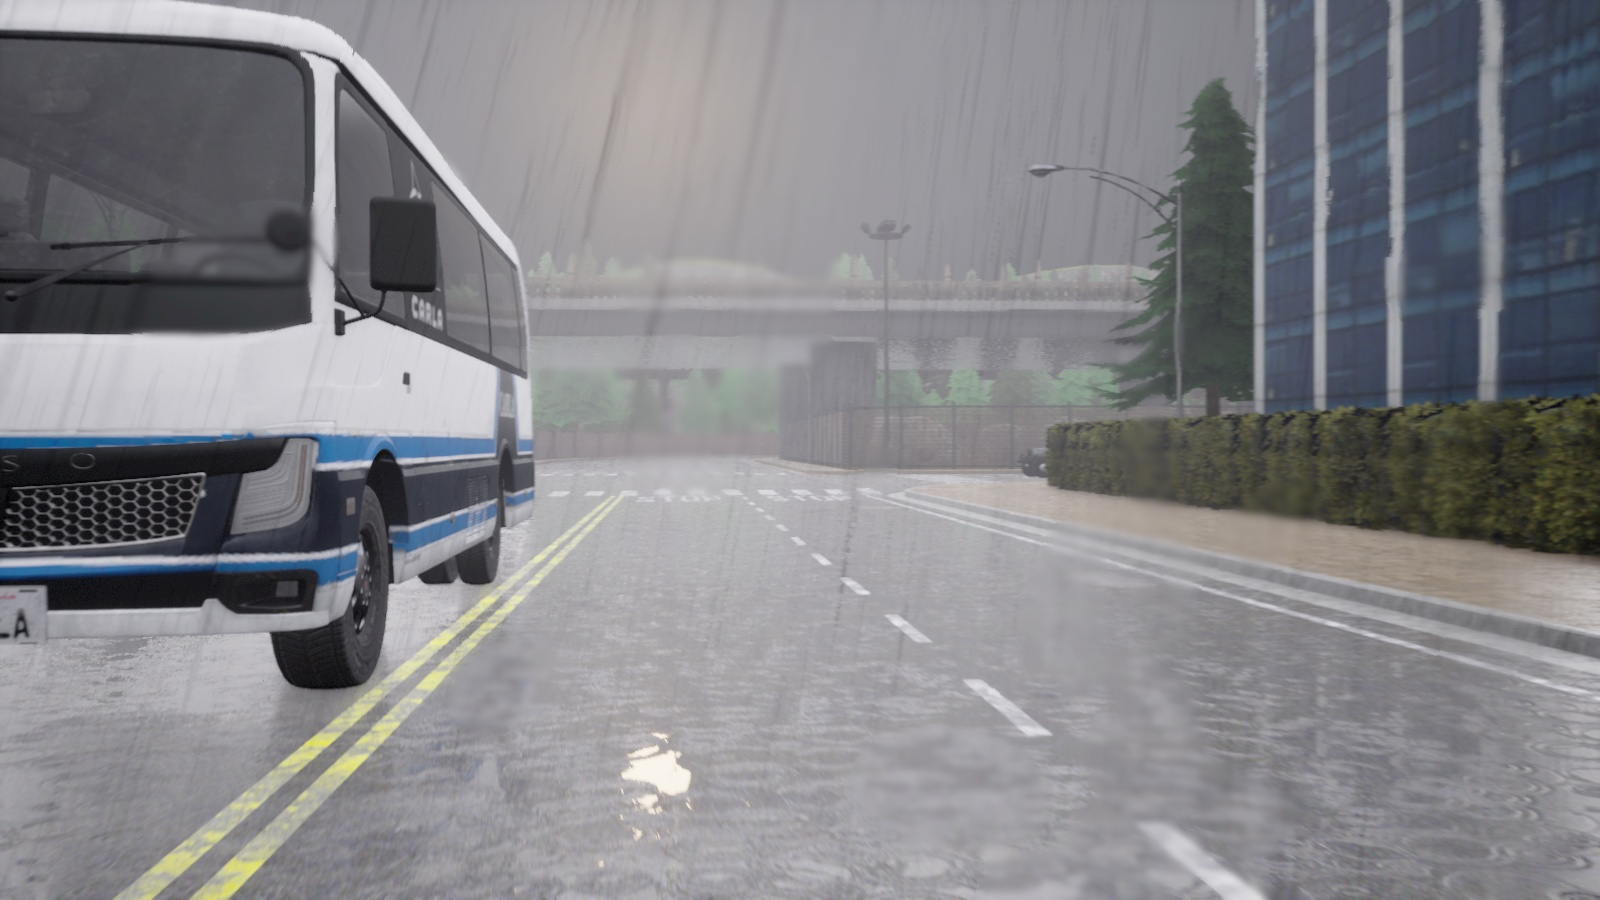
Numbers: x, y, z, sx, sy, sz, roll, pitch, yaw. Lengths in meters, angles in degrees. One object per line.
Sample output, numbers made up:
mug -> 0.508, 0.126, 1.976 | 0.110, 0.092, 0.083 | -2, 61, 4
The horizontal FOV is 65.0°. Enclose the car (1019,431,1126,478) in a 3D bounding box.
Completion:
car -> 11.125, 0.191, 51.407 | 3.866, 1.878, 1.905 | 0, 0, -6

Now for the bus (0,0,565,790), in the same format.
bus -> -4.432, -0.687, 10.498 | 3.944, 4.253, 10.273 | 0, 0, -5
